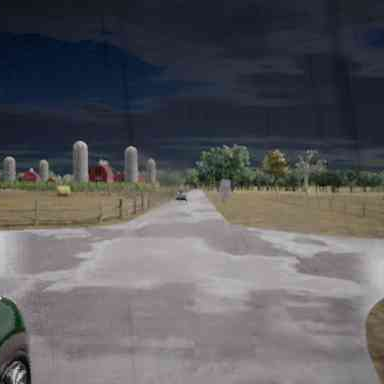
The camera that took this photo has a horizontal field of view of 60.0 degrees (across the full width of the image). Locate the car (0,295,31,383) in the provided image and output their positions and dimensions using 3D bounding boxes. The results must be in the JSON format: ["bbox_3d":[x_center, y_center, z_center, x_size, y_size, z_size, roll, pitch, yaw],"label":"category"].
[{"bbox_3d":[-2.685,1.331,1.411,2.097,1.767,4.553,0,1,1],"label":"car"}]

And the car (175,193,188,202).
[{"bbox_3d":[-1.706,0.866,53.451,1.895,1.301,4.718,0,1,1],"label":"car"}]
